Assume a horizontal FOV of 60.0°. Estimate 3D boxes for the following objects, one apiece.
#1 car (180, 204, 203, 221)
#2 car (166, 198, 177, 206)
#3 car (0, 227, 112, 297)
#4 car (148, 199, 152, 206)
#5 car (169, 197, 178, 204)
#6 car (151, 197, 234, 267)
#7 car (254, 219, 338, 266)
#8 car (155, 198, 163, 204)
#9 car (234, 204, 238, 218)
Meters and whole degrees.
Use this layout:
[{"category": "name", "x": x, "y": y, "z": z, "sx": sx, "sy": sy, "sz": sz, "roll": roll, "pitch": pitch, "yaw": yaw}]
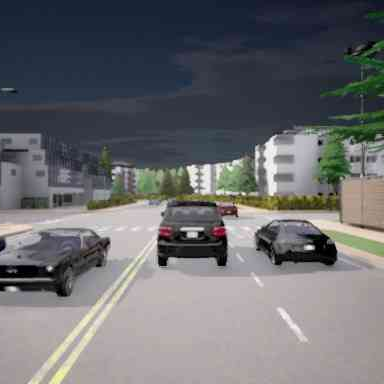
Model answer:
[{"category": "car", "x": -0.063, "y": 1.821, "z": 30.174, "sx": 1.895, "sy": 1.301, "sz": 4.718, "roll": 0, "pitch": 0, "yaw": 0}, {"category": "car", "x": -4.131, "y": 1.992, "z": 66.983, "sx": 1.837, "sy": 1.490, "sz": 4.892, "roll": 0, "pitch": 0, "yaw": 0}, {"category": "car", "x": -3.618, "y": 1.667, "z": 8.914, "sx": 1.895, "sy": 1.301, "sz": 4.718, "roll": 0, "pitch": 0, "yaw": 0}, {"category": "car", "x": -7.621, "y": 2.086, "z": 66.455, "sx": 1.895, "sy": 1.301, "sz": 4.718, "roll": 0, "pitch": 0, "yaw": -1}, {"category": "car", "x": -4.633, "y": 2.099, "z": 82.648, "sx": 1.837, "sy": 1.490, "sz": 4.892, "roll": 0, "pitch": 0, "yaw": -8}, {"category": "car", "x": 0.016, "y": 1.309, "z": 11.961, "sx": 2.150, "sy": 2.045, "sz": 5.566, "roll": 0, "pitch": -1, "yaw": 0}, {"category": "car", "x": 3.518, "y": 1.653, "z": 11.984, "sx": 1.994, "sy": 1.385, "sz": 4.181, "roll": 0, "pitch": 0, "yaw": 0}, {"category": "car", "x": -8.084, "y": 2.122, "z": 81.952, "sx": 2.033, "sy": 1.411, "sz": 5.357, "roll": 0, "pitch": 0, "yaw": -5}, {"category": "car", "x": 3.412, "y": 1.721, "z": 33.404, "sx": 1.882, "sy": 1.535, "sz": 5.008, "roll": 0, "pitch": 0, "yaw": 0}]
